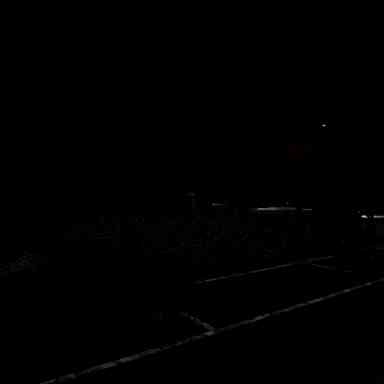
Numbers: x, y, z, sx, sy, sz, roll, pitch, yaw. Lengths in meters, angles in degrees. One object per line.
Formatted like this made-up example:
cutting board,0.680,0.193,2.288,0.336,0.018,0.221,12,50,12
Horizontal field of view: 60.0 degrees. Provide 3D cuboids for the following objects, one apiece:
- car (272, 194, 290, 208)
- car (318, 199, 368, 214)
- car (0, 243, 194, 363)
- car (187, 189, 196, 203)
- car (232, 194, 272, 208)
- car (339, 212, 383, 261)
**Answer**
car,9.569,1.031,40.180,2.128,1.511,4.902,0,1,-35
car,13.222,1.291,29.307,1.994,1.385,4.181,0,1,-35
car,-2.070,1.545,5.165,4.507,1.381,1.887,0,0,-35
car,-0.371,0.539,48.726,2.150,2.045,5.566,0,1,-35
car,6.590,1.049,38.767,1.812,1.442,4.674,0,1,-35
car,6.827,1.552,11.443,4.403,1.369,2.008,0,0,-35
